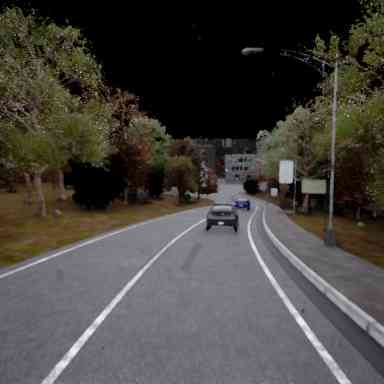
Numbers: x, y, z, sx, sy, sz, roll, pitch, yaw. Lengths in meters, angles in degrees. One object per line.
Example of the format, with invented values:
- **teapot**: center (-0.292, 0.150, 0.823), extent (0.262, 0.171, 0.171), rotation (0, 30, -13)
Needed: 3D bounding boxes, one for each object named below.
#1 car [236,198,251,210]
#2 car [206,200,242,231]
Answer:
- **car**: center (6.448, 1.474, 42.345), extent (1.882, 1.535, 5.008), rotation (1, 0, 13)
- **car**: center (2.001, 1.494, 20.862), extent (1.837, 1.490, 4.892), rotation (1, 0, 9)
